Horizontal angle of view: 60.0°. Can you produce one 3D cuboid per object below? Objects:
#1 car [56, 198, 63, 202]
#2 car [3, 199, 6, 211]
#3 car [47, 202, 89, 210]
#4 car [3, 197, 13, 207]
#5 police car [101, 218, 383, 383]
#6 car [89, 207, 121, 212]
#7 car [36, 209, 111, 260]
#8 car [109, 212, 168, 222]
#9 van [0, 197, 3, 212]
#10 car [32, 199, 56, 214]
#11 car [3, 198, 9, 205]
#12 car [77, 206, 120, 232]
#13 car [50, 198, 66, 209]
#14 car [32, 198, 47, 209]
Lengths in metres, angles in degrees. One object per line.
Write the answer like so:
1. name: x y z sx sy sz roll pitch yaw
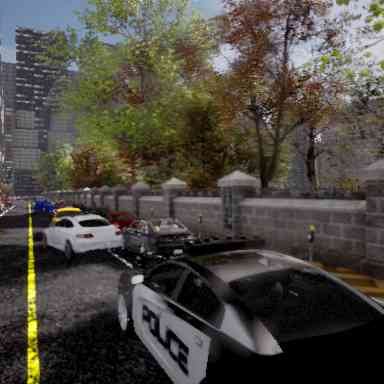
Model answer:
1. car: -15.993 1.816 41.780 1.802 1.307 4.206 -1 0 -26
2. car: -25.676 1.962 43.315 1.802 1.307 4.206 -1 0 -26
3. car: -6.938 1.557 18.714 1.801 1.575 5.366 -1 0 -21
4. car: -35.282 1.830 63.290 2.192 1.841 5.009 -1 0 -26
5. police car: 0.362 1.415 4.344 1.930 1.638 5.238 -1 0 -26
6. car: -3.809 1.635 16.850 1.802 1.307 4.206 -1 0 -26
7. car: -4.312 1.587 12.841 1.812 1.442 4.674 -1 0 -39
8. car: -1.372 1.567 11.864 2.008 1.369 4.403 -1 0 -26
9. van: -23.246 1.686 38.337 1.690 1.788 3.998 -1 0 -26
10. car: -17.462 1.735 39.056 1.882 1.535 5.008 -1 0 -26
11. car: -28.035 1.938 48.140 1.752 1.417 4.829 -1 0 -26
12. car: -6.246 1.656 21.835 1.947 1.339 4.313 -1 0 -26
13. car: -20.870 1.743 51.752 1.967 1.590 4.097 -1 0 -26
14. car: -24.655 1.851 53.663 2.128 1.511 4.902 -1 0 -26
